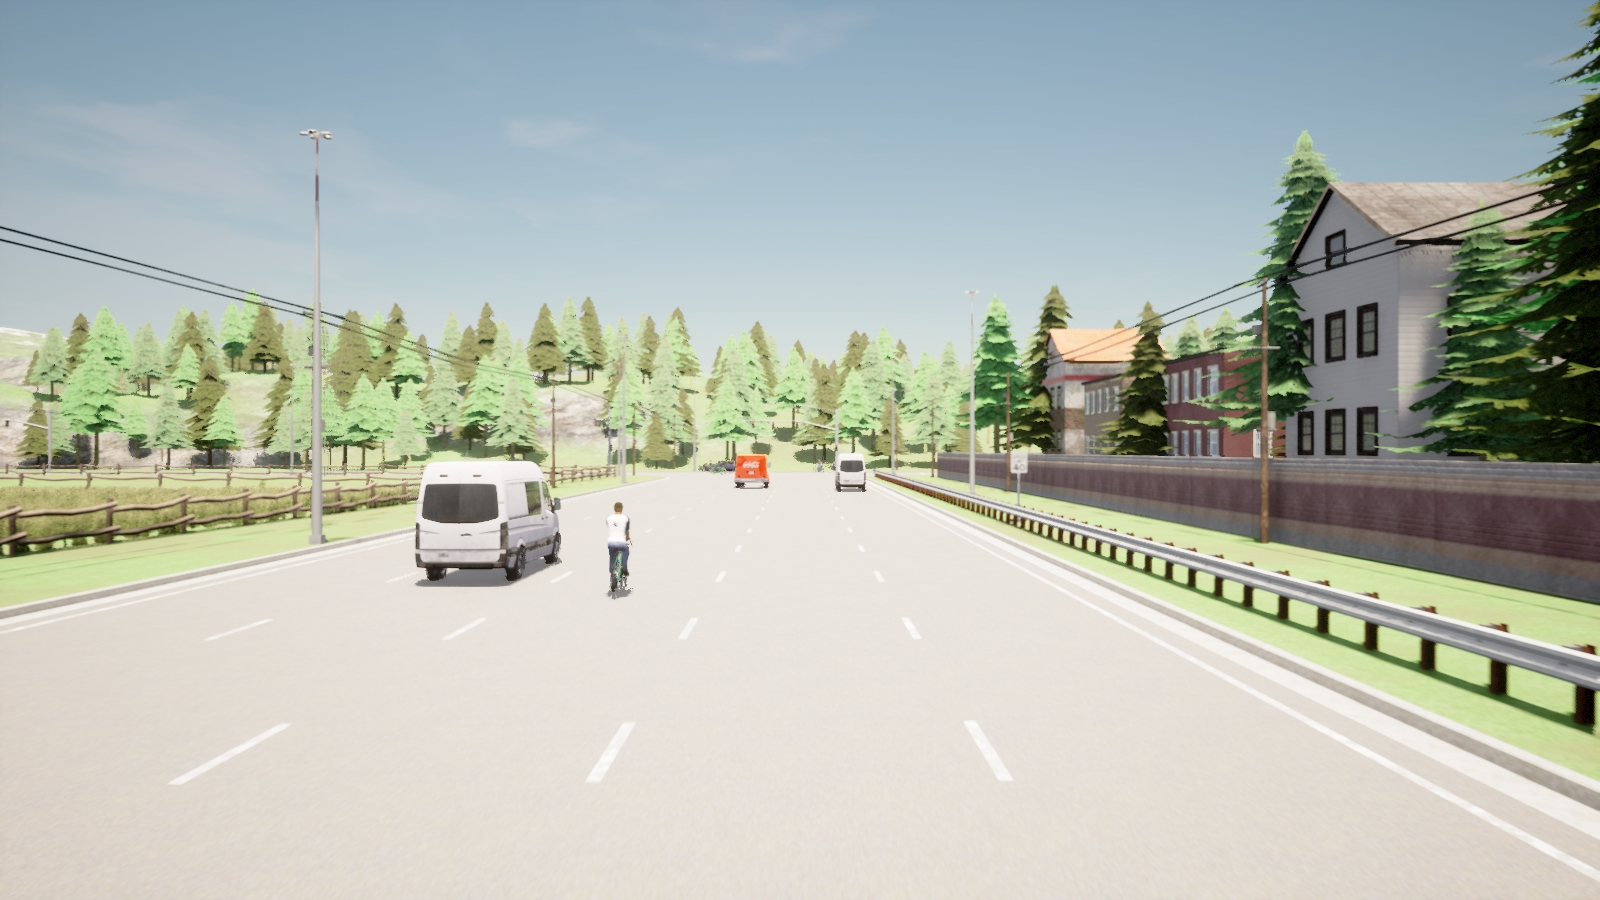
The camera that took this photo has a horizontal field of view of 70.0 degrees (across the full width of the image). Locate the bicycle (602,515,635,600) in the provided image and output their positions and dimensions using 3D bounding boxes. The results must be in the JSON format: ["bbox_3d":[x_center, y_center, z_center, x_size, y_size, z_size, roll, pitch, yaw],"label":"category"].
[{"bbox_3d":[-3.501,2.056,22.141,0.373,1.496,1.643,0,0,0],"label":"bicycle"}]

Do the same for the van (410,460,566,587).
[{"bbox_3d":[-6.999,1.534,26.383,1.988,2.561,5.915,0,0,0],"label":"van"}]
